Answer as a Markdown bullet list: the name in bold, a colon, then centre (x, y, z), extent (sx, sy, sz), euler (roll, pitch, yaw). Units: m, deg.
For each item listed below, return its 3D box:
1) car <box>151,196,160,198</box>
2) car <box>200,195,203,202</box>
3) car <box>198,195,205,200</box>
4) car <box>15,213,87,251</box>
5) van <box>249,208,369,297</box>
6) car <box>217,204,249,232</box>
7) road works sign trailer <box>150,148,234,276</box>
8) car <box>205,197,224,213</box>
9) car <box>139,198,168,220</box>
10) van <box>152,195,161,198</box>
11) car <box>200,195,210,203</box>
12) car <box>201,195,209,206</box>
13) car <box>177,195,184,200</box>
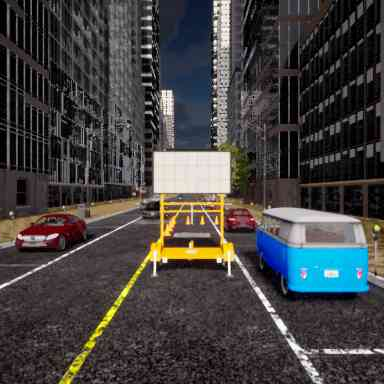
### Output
- **car**: centre (-5.684, 1.548, 42.428), extent (2.008, 1.369, 4.403), euler (0, 0, 0)
- **car**: centre (2.698, 1.538, 53.808), extent (2.008, 1.369, 4.403), euler (0, 0, 0)
- **car**: centre (2.705, 1.462, 93.655), extent (1.887, 1.381, 4.507), euler (0, 0, 0)
- **car**: centre (-5.689, 1.581, 13.965), extent (1.802, 1.307, 4.206), euler (0, 0, 0)
- **van**: centre (2.691, 1.341, 8.269), extent (1.690, 1.788, 3.998), euler (0, 0, 0)
- **car**: centre (2.693, 1.581, 19.653), extent (1.802, 1.307, 4.206), euler (0, 0, 0)
- **road works sign trailer**: centre (0.001, 0.464, 10.288), extent (2.380, 3.560, 2.880), euler (0, 0, 0)
- **car**: centre (2.695, 1.581, 36.731), extent (1.802, 1.307, 4.206), euler (0, 0, 0)
- **car**: centre (-3.096, 1.504, 28.461), extent (1.837, 1.490, 4.892), euler (0, 0, 0)
- **van**: centre (-5.682, 1.328, 53.813), extent (1.690, 1.788, 3.998), euler (0, 0, 0)
- **car**: centre (2.701, 1.401, 70.885), extent (1.967, 1.590, 4.097), euler (0, 0, 0)
- **car**: centre (2.697, 1.544, 48.116), extent (2.008, 1.369, 4.403), euler (0, 0, 0)
- **car**: centre (-2.988, 1.455, 88.062), extent (1.812, 1.442, 4.674), euler (0, 0, 0)
